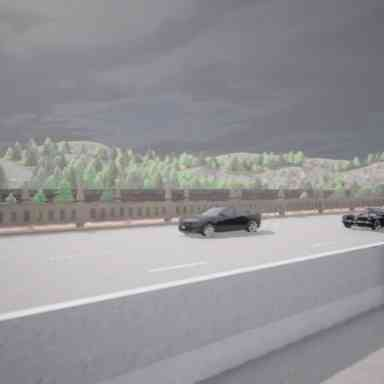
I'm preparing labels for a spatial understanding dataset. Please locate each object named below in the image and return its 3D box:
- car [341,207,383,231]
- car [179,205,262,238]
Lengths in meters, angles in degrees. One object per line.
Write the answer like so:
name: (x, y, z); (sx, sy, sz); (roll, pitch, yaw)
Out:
car: (11.346, 1.611, 20.671); (4.718, 1.301, 1.895); (0, 0, -35)
car: (1.601, 1.483, 18.025); (5.008, 1.535, 1.882); (0, 0, -35)
